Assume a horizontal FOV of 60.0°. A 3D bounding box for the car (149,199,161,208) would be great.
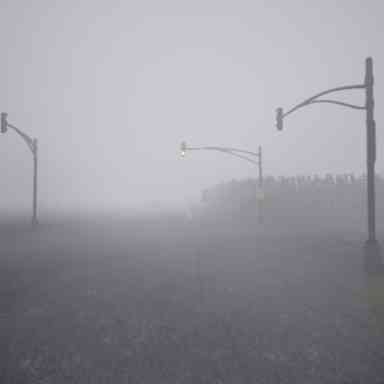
[{"bbox_3d":[-6.732,2.134,60.907,1.837,1.490,4.892,0,-1,-2],"label":"car"}]
